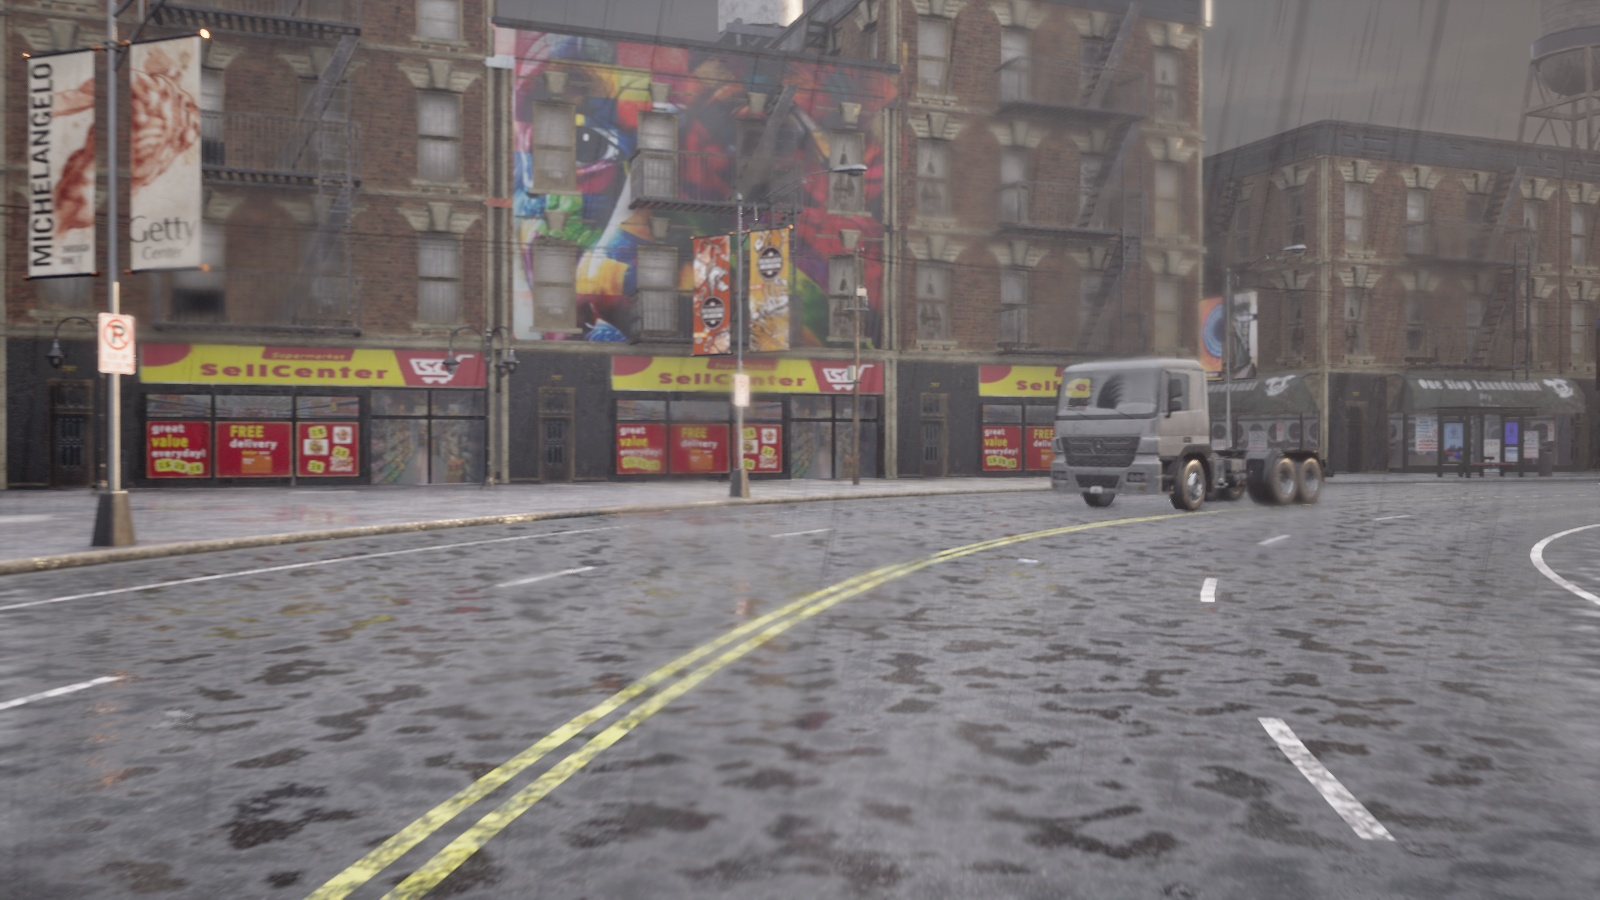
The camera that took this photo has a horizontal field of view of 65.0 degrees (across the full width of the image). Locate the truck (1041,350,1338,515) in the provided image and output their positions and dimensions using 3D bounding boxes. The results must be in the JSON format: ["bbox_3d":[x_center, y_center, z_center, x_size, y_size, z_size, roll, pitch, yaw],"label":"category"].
[{"bbox_3d":[9.484,-0.388,30.033,7.936,3.462,2.891,0,0,-40],"label":"truck"}]
